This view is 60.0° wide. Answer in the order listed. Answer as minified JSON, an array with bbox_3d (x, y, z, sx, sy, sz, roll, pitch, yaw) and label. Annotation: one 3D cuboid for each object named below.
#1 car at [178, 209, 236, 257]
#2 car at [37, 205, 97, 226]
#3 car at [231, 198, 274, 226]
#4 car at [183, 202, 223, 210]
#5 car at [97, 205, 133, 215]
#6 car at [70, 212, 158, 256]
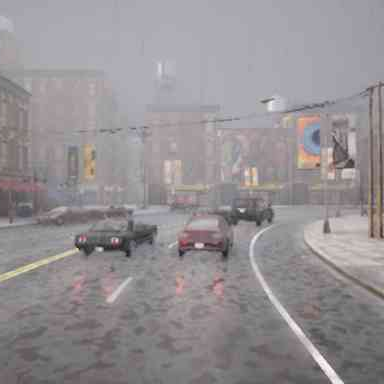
[{"bbox_3d":[0.659,1.650,13.506,1.812,1.442,4.674,0,0,10],"label":"car"},{"bbox_3d":[-9.913,1.760,26.104,2.002,1.452,4.674,0,-1,20],"label":"car"},{"bbox_3d":[4.730,1.454,25.811,2.150,2.045,5.566,0,0,27],"label":"car"},{"bbox_3d":[1.591,1.799,27.356,2.033,1.411,5.357,0,-1,27],"label":"car"},{"bbox_3d":[-7.752,1.883,31.410,1.895,1.301,4.718,0,-1,30],"label":"car"},{"bbox_3d":[-2.862,1.728,13.780,1.895,1.301,4.718,0,0,10],"label":"car"}]
